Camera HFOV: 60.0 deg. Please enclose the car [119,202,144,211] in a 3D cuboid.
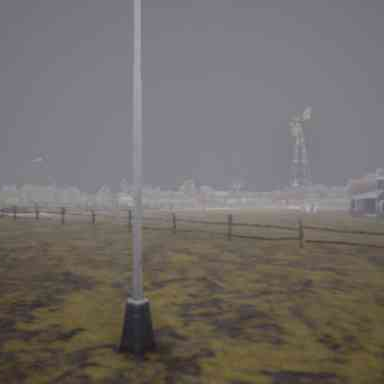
[{"bbox_3d":[-11.034,2.657,60.944,1.882,1.535,5.008,-1,-2,36],"label":"car"}]
